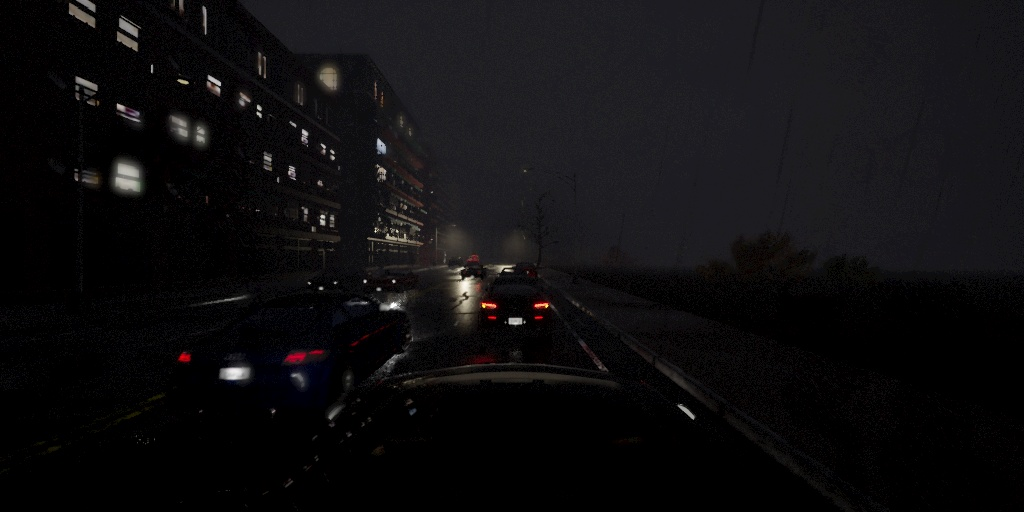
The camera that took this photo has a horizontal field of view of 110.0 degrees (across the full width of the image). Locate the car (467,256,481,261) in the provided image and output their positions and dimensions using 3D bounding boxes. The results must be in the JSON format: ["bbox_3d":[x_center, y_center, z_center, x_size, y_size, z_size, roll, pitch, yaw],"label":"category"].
[{"bbox_3d":[-6.695,0.972,63.442,2.150,2.045,5.566,0,0,0],"label":"car"}]

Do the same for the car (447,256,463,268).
[{"bbox_3d":[-9.942,0.971,63.536,2.150,2.045,5.566,0,0,0],"label":"car"}]

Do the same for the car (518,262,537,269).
[{"bbox_3d":[1.075,1.231,29.945,1.882,1.535,5.008,0,0,0],"label":"car"}]

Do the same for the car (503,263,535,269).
[{"bbox_3d":[0.060,1.317,20.417,1.994,1.385,4.181,0,0,0],"label":"car"}]

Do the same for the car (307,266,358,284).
[{"bbox_3d":[-9.892,1.300,21.231,2.033,1.411,5.357,0,0,0],"label":"car"}]

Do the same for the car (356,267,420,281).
[{"bbox_3d":[-6.639,1.353,20.087,1.895,1.301,4.718,0,0,0],"label":"car"}]

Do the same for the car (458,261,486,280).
[{"bbox_3d":[-3.215,1.354,31.023,1.895,1.301,4.718,0,0,0],"label":"car"}]

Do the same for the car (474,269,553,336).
[{"bbox_3d":[0.073,1.277,10.250,1.812,1.442,4.674,0,0,0],"label":"car"}]

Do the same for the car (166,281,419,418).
[{"bbox_3d":[-3.161,1.314,6.089,1.994,1.385,4.181,0,0,0],"label":"car"}]
